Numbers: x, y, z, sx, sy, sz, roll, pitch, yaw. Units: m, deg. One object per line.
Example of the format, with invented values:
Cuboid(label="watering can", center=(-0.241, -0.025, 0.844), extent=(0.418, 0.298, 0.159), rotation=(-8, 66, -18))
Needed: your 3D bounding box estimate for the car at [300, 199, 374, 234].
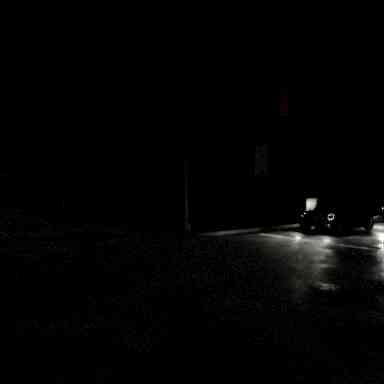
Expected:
Cuboid(label="car", center=(7.987, 1.225, 18.279), extent=(4.553, 1.767, 2.097), rotation=(-1, 0, -35))

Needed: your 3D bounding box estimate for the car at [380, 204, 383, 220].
Cuboid(label="car", center=(11.763, 1.404, 16.673), extent=(5.357, 1.411, 2.033), rotation=(-1, 0, -35))
